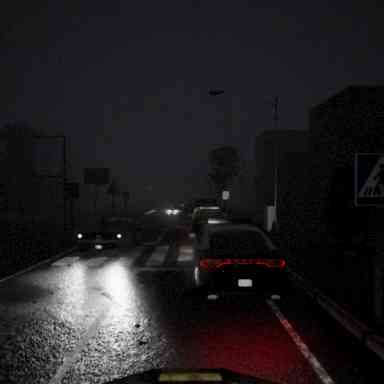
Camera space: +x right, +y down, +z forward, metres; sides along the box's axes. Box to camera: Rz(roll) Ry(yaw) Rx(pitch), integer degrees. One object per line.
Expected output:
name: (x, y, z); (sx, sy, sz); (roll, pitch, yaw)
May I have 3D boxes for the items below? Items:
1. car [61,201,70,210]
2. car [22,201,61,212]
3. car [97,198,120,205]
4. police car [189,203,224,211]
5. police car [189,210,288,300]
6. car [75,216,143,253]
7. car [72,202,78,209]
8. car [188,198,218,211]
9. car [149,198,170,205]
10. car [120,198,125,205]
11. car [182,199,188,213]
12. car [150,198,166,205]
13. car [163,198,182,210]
car: (-21.982, 2.146, 51.306); (4.892, 1.521, 2.231); (0, -1, 0)
car: (-21.986, 2.133, 48.030); (4.674, 1.452, 2.002); (0, -1, 0)
car: (-21.958, 2.700, 86.209); (5.008, 1.535, 2.097); (0, -1, 0)
police car: (0.947, 1.611, 18.612); (1.930, 1.638, 5.238); (0, -1, 0)
police car: (0.957, 1.467, 8.601); (1.930, 1.638, 5.238); (0, -1, 0)
car: (-3.376, 1.713, 14.278); (1.895, 1.301, 4.718); (0, -1, 0)
car: (-21.991, 2.196, 54.579); (5.008, 1.535, 2.097); (0, -1, 0)
car: (0.944, 1.504, 24.537); (2.150, 2.045, 5.566); (0, -1, 0)
car: (-8.908, 2.558, 91.770); (5.566, 2.045, 2.435); (0, -1, 0)
car: (-21.965, 2.808, 91.776); (5.008, 1.535, 2.097); (0, -1, 0)
car: (-0.018, 2.116, 45.843); (1.837, 1.490, 4.892); (0, -1, 0)
car: (-8.875, 2.755, 88.964); (4.892, 1.521, 2.231); (0, -1, 0)
car: (-3.361, 2.298, 58.466); (2.128, 1.511, 4.902); (0, -1, 0)
